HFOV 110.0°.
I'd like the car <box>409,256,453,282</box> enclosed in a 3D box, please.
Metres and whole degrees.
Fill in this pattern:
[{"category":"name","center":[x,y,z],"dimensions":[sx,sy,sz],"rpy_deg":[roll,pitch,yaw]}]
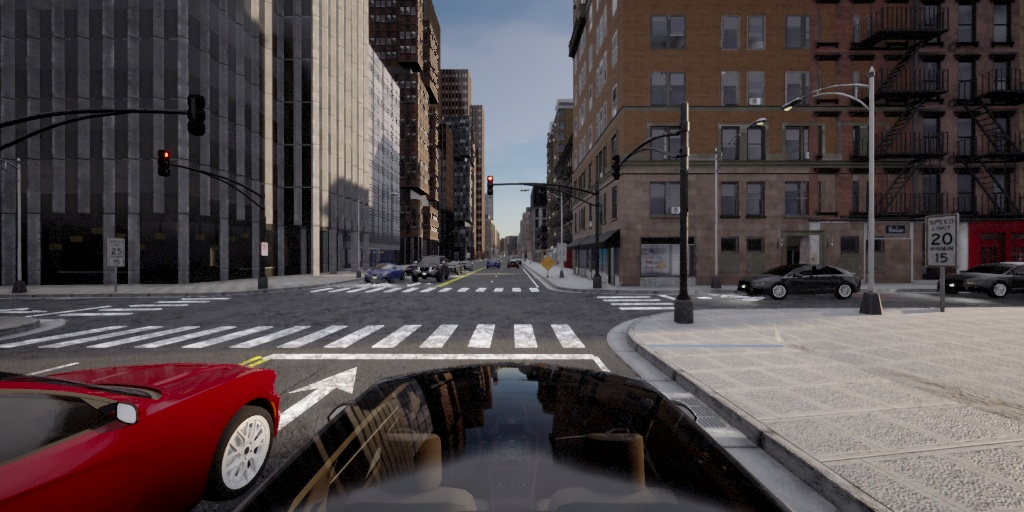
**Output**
[{"category":"car","center":[-6.554,0.976,29.280],"dimensions":[2.150,2.045,5.566],"rpy_deg":[0,0,-1]}]

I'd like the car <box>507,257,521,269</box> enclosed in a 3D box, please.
[{"category":"car","center":[0.175,1.271,58.745],"dimensions":[1.837,1.490,4.892],"rpy_deg":[0,0,0]}]

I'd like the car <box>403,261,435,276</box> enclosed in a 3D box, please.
[{"category":"car","center":[-9.773,1.304,38.141],"dimensions":[2.033,1.411,5.357],"rpy_deg":[0,0,0]}]

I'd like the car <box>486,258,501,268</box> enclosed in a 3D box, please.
[{"category":"car","center":[-3.068,1.119,59.494],"dimensions":[2.097,1.767,4.553],"rpy_deg":[0,0,1]}]

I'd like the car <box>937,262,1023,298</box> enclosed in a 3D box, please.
[{"category":"car","center":[22.301,1.049,16.197],"dimensions":[4.892,1.490,1.837],"rpy_deg":[0,0,0]}]

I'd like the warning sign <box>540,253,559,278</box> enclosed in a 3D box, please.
[{"category":"warning sign","center":[2.909,0.869,29.142],"dimensions":[1.300,1.860,1.060],"rpy_deg":[0,0,0]}]

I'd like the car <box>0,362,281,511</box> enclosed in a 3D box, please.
[{"category":"car","center":[-3.153,1.228,1.421],"dimensions":[1.882,1.535,5.008],"rpy_deg":[0,0,0]}]

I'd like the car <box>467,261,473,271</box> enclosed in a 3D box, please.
[{"category":"car","center":[-6.485,1.325,49.366],"dimensions":[1.994,1.385,4.181],"rpy_deg":[0,0,0]}]

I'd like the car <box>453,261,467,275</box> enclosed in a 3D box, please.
[{"category":"car","center":[-6.517,1.262,39.391],"dimensions":[1.837,1.490,4.892],"rpy_deg":[0,0,0]}]

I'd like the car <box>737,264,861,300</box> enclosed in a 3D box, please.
[{"category":"car","center":[12.904,1.116,16.278],"dimensions":[4.892,1.490,1.837],"rpy_deg":[0,0,-1]}]

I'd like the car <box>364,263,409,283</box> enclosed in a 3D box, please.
[{"category":"car","center":[-9.794,1.278,27.882],"dimensions":[1.812,1.442,4.674],"rpy_deg":[0,0,0]}]
